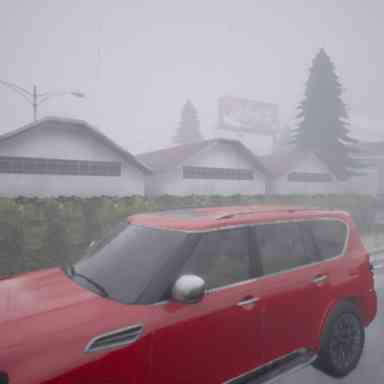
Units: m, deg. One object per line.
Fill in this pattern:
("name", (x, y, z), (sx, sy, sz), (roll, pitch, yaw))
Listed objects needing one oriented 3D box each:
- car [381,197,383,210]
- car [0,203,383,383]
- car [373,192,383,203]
("car", (27.242, 1.449, 43.896), (4.611, 1.667, 2.242), (0, 0, -36))
("car", (0.010, 1.220, 3.991), (5.566, 2.045, 2.150), (0, 0, -35))
("car", (16.342, 1.009, 27.679), (2.150, 2.045, 5.566), (0, 0, -37))
